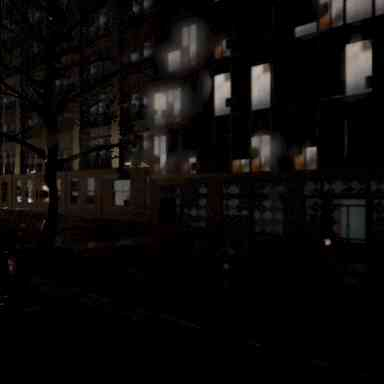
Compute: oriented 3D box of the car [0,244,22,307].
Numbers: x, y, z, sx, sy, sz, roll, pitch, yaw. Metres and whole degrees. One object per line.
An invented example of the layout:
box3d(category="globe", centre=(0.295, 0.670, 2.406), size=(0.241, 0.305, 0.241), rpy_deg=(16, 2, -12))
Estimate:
box3d(category="car", centre=(-5.213, 1.387, 6.599), size=(4.097, 1.590, 1.967), rpy_deg=(0, 0, 36))
